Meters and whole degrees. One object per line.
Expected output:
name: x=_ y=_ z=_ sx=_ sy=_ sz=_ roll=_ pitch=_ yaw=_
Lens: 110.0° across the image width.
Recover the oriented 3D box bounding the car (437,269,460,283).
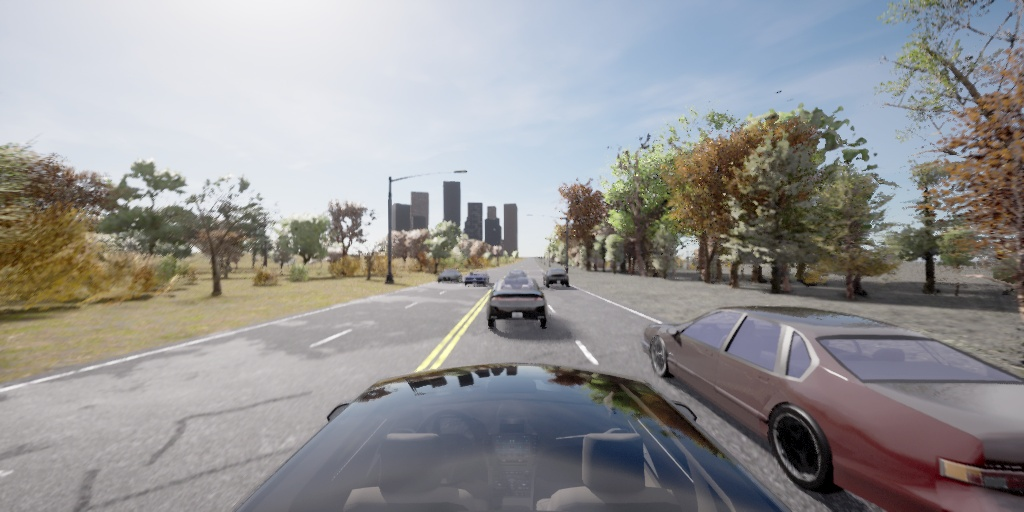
car: x=-6.165 y=2.003 z=36.082 sx=1.994 sy=1.385 sz=4.181 roll=0 pitch=-1 yaw=1

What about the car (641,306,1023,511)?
car: x=3.393 y=1.351 z=4.490 sx=2.033 sy=1.411 sz=5.357 roll=1 pitch=-1 yaw=0

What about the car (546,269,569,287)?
car: x=3.643 y=1.806 z=30.163 sx=1.837 sy=1.490 sz=4.892 roll=-1 pitch=-1 yaw=1

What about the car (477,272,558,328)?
car: x=0.167 y=1.482 z=12.458 sx=2.128 sy=1.511 sz=4.902 roll=0 pitch=-1 yaw=0

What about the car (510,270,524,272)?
car: x=0.408 y=1.891 z=30.845 sx=1.994 sy=1.385 sz=4.181 roll=0 pitch=-1 yaw=1

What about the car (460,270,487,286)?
car: x=-3.023 y=1.950 z=31.598 sx=1.895 sy=1.301 sz=4.718 roll=0 pitch=-1 yaw=1
